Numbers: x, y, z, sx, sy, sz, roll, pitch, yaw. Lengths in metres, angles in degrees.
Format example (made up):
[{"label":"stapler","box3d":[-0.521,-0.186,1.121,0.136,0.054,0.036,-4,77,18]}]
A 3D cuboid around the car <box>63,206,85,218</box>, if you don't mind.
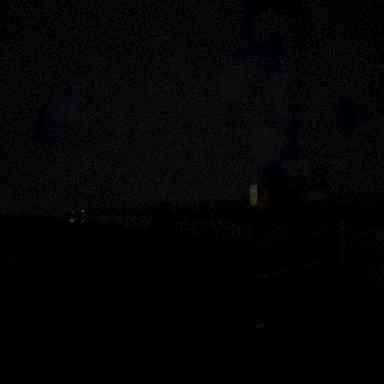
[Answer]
[{"label":"car","box3d":[-17.949,2.955,50.471,2.097,1.767,4.553,-4,0,-35]}]
